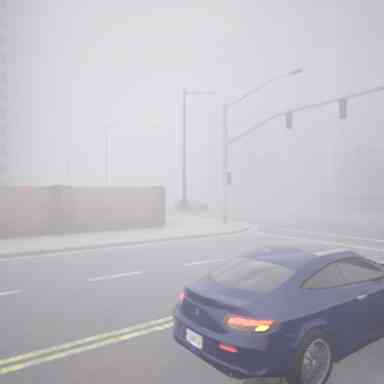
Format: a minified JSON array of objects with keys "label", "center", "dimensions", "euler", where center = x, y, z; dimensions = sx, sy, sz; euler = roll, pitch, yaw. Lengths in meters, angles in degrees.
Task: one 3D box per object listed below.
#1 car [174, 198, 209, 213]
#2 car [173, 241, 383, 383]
[{"label":"car","center":[-0.101,1.425,37.277],"dimensions":[1.882,1.535,5.008],"euler":[0,0,-35]},{"label":"car","center":[1.909,1.515,5.140],"dimensions":[4.674,1.442,1.812],"euler":[0,0,-35]}]
